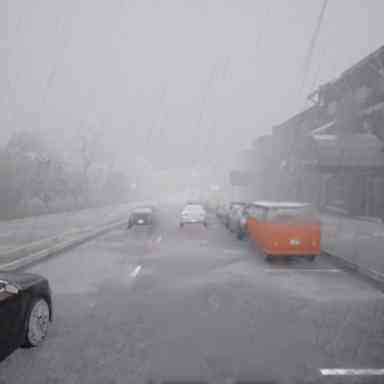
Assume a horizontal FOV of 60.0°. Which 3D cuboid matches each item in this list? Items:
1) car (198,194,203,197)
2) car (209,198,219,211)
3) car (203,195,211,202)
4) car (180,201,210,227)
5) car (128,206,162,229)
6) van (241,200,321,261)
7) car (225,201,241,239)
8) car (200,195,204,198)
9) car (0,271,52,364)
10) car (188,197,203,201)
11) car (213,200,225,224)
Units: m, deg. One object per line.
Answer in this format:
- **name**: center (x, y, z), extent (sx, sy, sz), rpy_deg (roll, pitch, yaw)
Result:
- **car**: center (3.263, 1.666, 78.812), extent (2.435, 2.045, 5.566), rpy_deg (0, 0, 0)
- **car**: center (3.250, 1.673, 34.449), extent (2.231, 1.521, 4.892), rpy_deg (0, 0, 0)
- **car**: center (3.264, 1.638, 51.001), extent (2.185, 1.767, 4.553), rpy_deg (0, 0, 0)
- **car**: center (0.119, 1.660, 24.173), extent (1.812, 1.442, 4.674), rpy_deg (0, 0, 0)
- **car**: center (-3.147, 1.652, 22.633), extent (1.812, 1.442, 4.674), rpy_deg (0, 0, 0)
- **van**: center (3.234, 1.325, 12.598), extent (1.878, 1.987, 4.442), rpy_deg (0, 0, 0)
- **car**: center (3.238, 1.455, 17.975), extent (2.185, 1.767, 4.553), rpy_deg (0, 0, 0)
- **car**: center (3.263, 1.856, 67.601), extent (2.231, 1.521, 4.892), rpy_deg (0, 0, 0)
- **car**: center (-3.148, 1.511, 3.417), extent (2.128, 1.511, 4.902), rpy_deg (0, 0, 0)
- **car**: center (0.131, 1.737, 41.889), extent (1.837, 1.490, 4.892), rpy_deg (0, -1, 0)
- **car**: center (3.246, 1.681, 28.928), extent (2.002, 1.452, 4.674), rpy_deg (0, 0, 0)
